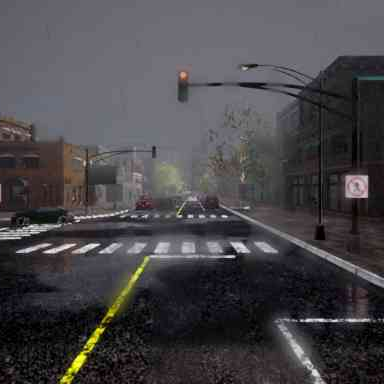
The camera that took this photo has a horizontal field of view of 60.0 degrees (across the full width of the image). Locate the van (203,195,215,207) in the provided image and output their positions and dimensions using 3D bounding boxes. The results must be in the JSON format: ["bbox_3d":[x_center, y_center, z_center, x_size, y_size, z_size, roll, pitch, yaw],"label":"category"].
[{"bbox_3d":[2.712,1.329,52.471,1.690,1.788,3.998,-1,0,0],"label":"van"}]

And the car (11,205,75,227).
[{"bbox_3d":[-10.654,1.671,24.032,4.181,1.385,1.994,-1,1,-13],"label":"car"}]

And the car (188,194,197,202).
[{"bbox_3d":[0.039,1.335,79.249,2.097,1.767,4.553,0,0,0],"label":"car"}]

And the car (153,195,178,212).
[{"bbox_3d":[-3.074,1.469,39.395,1.882,1.535,5.008,0,0,0],"label":"car"}]

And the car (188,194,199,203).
[{"bbox_3d":[0.131,1.509,69.111,1.812,1.442,4.674,0,0,0],"label":"car"}]

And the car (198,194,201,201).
[{"bbox_3d":[2.719,1.536,63.559,2.008,1.369,4.403,-1,0,0],"label":"car"}]

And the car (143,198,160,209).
[{"bbox_3d":[-5.670,1.534,46.930,1.887,1.381,4.507,-1,0,0],"label":"car"}]

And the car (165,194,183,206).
[{"bbox_3d":[-3.012,1.480,55.117,2.128,1.511,4.902,0,0,1],"label":"car"}]

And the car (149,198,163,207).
[{"bbox_3d":[-5.667,1.570,52.475,1.802,1.307,4.206,-1,0,0],"label":"car"}]

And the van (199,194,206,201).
[{"bbox_3d":[2.728,1.319,85.735,1.690,1.788,3.998,-1,0,0],"label":"van"}]

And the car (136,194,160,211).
[{"bbox_3d":[-5.674,1.306,41.386,2.192,1.841,5.009,-1,0,0],"label":"car"}]

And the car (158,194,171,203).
[{"bbox_3d":[-5.661,1.298,69.107,2.192,1.841,5.009,-1,0,0],"label":"car"}]

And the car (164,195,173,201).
[{"bbox_3d":[-5.654,1.525,80.195,1.887,1.381,4.507,-1,0,0],"label":"car"}]

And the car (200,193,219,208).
[{"bbox_3d":[2.709,1.304,46.927,2.192,1.841,5.009,-1,0,0],"label":"car"}]

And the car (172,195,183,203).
[{"bbox_3d":[-2.971,1.461,69.142,1.882,1.535,5.008,0,0,0],"label":"car"}]
